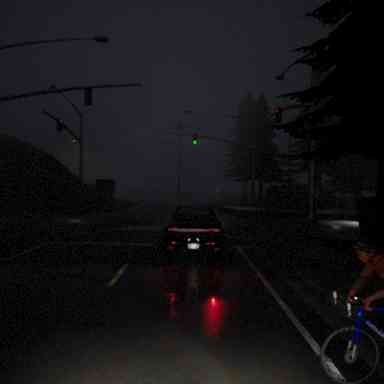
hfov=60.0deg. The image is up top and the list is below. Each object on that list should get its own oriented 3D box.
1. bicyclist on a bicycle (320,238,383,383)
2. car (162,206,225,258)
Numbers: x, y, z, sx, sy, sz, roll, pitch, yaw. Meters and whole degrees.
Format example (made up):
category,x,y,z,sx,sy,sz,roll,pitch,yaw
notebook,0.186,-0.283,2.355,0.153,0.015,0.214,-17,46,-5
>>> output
category,x,y,z,sx,sy,sz,roll,pitch,yaw
bicyclist on a bicycle,2.184,1.310,3.718,1.656,1.620,0.582,-8,1,0
car,0.060,1.233,11.612,2.128,1.511,4.902,1,1,0
